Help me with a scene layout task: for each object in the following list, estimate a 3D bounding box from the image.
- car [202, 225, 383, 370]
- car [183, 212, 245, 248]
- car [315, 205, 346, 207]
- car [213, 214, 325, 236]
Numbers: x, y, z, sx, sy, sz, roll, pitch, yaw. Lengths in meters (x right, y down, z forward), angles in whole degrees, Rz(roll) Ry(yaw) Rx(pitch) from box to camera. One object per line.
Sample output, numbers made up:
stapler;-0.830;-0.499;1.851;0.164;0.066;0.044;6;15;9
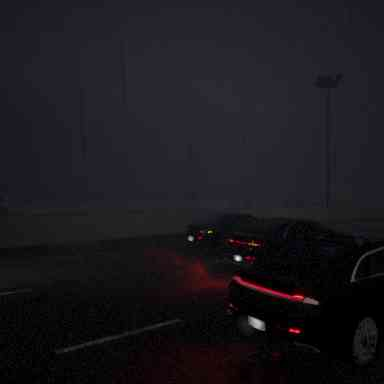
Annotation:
car;2.814;1.514;5.761;4.902;1.511;2.128;0;0;-36
car;1.825;1.563;13.660;4.674;1.442;1.812;0;0;-36
car;16.349;1.617;37.196;5.008;1.535;1.882;0;0;-35
car;3.197;1.539;10.340;4.892;1.490;1.837;0;0;-36
